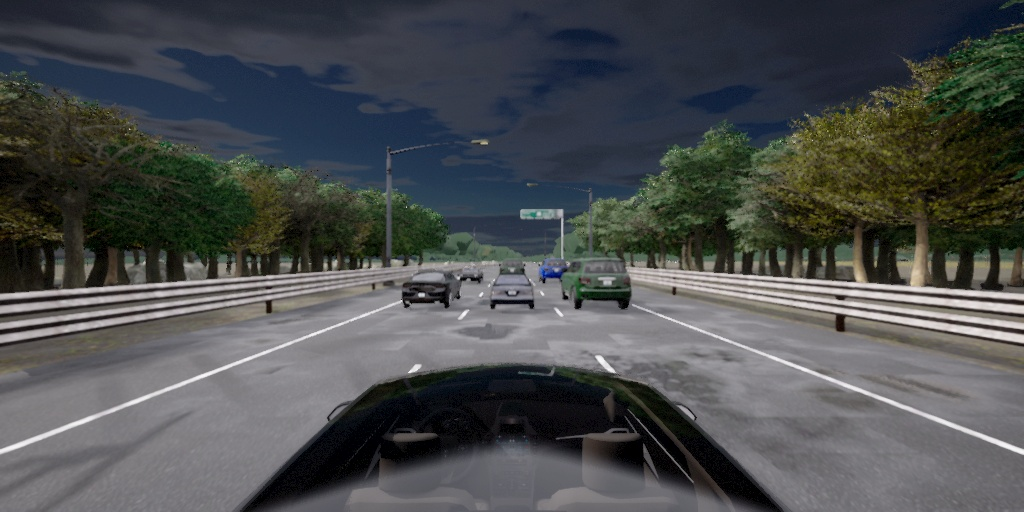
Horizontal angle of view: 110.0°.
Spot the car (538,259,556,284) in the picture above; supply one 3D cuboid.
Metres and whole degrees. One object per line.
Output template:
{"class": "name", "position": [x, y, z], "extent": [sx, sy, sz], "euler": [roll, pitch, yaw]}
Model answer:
{"class": "car", "position": [3.518, 1.265, 30.845], "extent": [2.150, 2.045, 5.566], "euler": [0, 0, 0]}

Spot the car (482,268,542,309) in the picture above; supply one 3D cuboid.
{"class": "car", "position": [0.010, 1.437, 15.824], "extent": [2.033, 1.411, 5.357], "euler": [0, -1, 0]}

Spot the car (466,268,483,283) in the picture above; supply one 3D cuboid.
{"class": "car", "position": [-3.481, 1.650, 30.942], "extent": [1.895, 1.301, 4.718], "euler": [0, -1, 0]}

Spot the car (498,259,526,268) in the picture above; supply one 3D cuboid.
{"class": "car", "position": [0.018, 1.265, 30.856], "extent": [2.150, 2.045, 5.566], "euler": [0, 0, 0]}

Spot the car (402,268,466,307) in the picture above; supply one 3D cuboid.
{"class": "car", "position": [-3.486, 1.373, 16.318], "extent": [1.882, 1.535, 5.008], "euler": [0, 0, 0]}

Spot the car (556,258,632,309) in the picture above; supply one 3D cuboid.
{"class": "car", "position": [3.510, 1.107, 15.844], "extent": [2.150, 2.045, 5.566], "euler": [0, 0, 0]}
